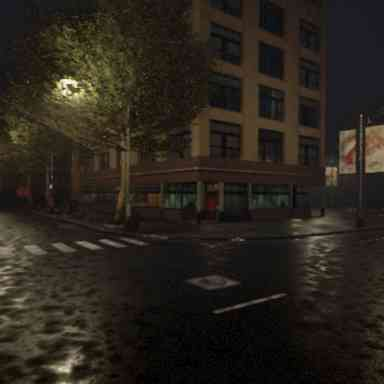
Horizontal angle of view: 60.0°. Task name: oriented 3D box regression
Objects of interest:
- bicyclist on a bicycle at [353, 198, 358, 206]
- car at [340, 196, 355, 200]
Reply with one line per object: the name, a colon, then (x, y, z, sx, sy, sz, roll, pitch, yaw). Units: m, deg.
bicyclist on a bicycle: (31.580, 2.000, 64.144, 1.656, 1.620, 0.582, 0, 0, -36)
car: (37.362, 2.192, 82.764, 2.002, 1.452, 4.674, 1, 0, -36)
